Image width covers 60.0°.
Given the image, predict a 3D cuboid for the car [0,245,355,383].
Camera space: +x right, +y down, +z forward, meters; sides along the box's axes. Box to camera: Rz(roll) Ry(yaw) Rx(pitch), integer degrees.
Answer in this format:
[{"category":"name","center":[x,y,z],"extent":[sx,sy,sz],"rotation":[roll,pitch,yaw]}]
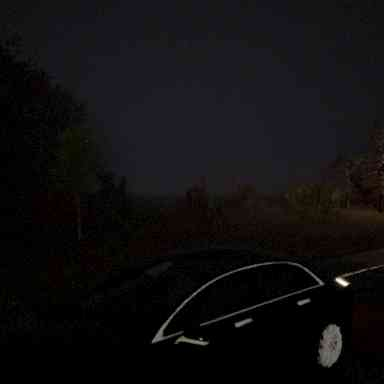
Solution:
[{"category":"car","center":[0.055,1.505,4.034],"extent":[4.892,1.490,1.837],"rotation":[0,0,-36]}]
